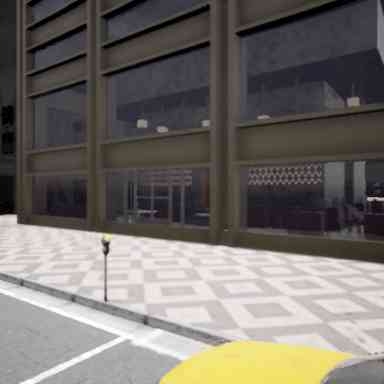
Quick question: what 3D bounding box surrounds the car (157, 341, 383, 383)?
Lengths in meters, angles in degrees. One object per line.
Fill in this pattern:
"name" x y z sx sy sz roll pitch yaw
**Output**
"car" 1.739 1.526 1.723 4.829 1.417 1.752 0 0 35
